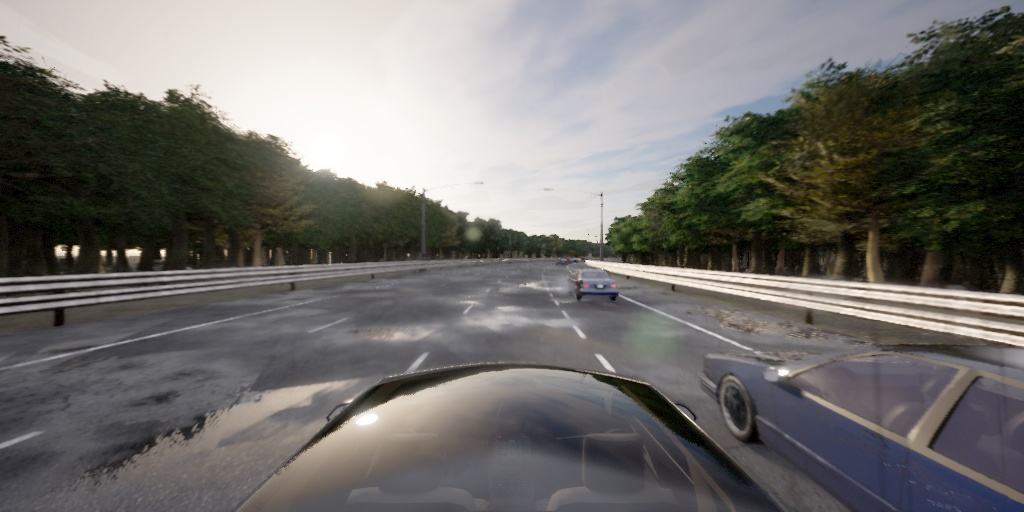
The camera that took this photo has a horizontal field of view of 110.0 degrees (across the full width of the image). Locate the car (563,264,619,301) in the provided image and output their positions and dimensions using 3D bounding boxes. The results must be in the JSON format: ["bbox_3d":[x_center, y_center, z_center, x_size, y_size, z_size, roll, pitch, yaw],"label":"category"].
[{"bbox_3d":[3.854,1.331,17.766,2.033,1.411,5.357,0,0,3],"label":"car"}]

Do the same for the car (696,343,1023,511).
[{"bbox_3d":[3.270,1.320,2.244,2.033,1.411,5.357,0,0,2],"label":"car"}]
